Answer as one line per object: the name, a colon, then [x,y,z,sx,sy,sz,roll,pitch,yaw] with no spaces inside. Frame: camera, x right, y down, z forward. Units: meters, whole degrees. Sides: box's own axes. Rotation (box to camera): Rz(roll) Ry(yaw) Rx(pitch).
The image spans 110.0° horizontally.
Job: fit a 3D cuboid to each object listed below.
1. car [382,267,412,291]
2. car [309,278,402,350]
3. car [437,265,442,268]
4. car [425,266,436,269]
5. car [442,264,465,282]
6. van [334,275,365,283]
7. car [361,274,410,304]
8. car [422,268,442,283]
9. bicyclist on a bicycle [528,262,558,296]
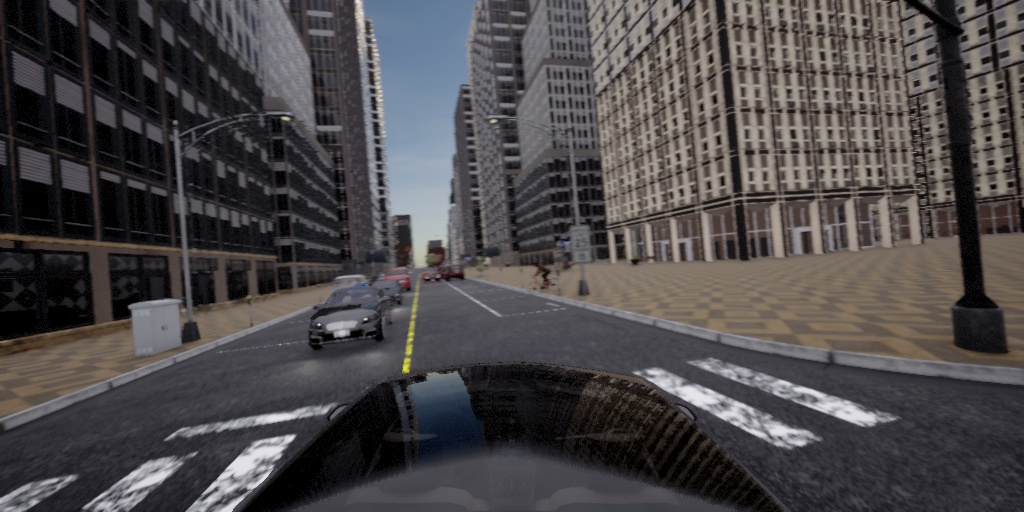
car: [-9.864,2.035,30.984,2.150,2.045,5.566,-5,0,-14]
car: [-4.841,1.725,11.264,2.128,1.511,4.902,-5,0,-14]
car: [-9.369,2.250,52.752,2.192,1.841,5.009,0,0,-14]
car: [-12.166,2.525,52.980,2.097,1.767,4.553,-5,-1,-14]
car: [-6.641,1.936,42.018,2.192,1.841,5.009,0,0,-14]
van: [-10.639,2.170,23.843,1.690,1.789,3.998,0,0,-14]
car: [-7.271,2.062,20.845,2.033,1.411,5.357,-5,0,-14]
car: [-9.415,2.460,42.240,1.895,1.301,4.718,-5,0,-14]
bicyclist on a bicycle: [1.496,1.070,17.748,1.656,1.620,0.582,-11,1,-14]
